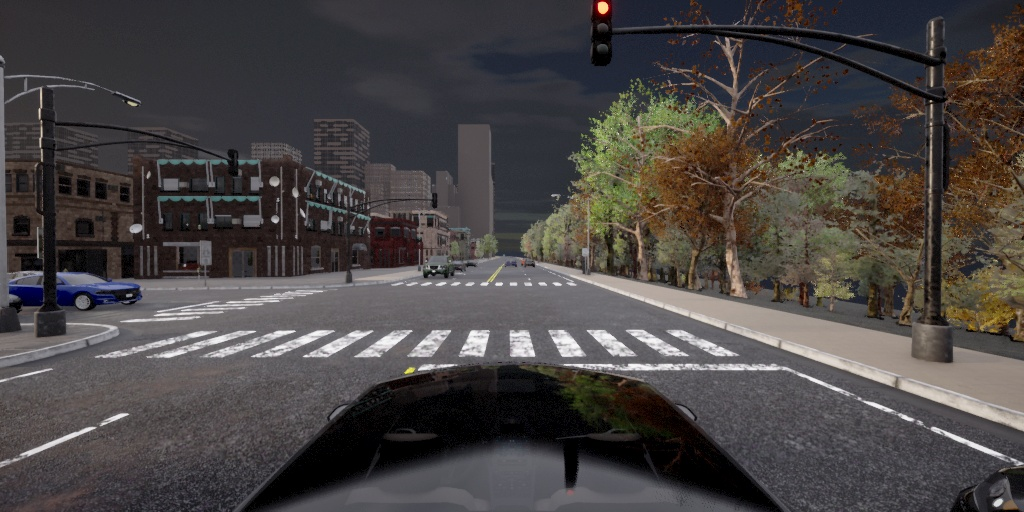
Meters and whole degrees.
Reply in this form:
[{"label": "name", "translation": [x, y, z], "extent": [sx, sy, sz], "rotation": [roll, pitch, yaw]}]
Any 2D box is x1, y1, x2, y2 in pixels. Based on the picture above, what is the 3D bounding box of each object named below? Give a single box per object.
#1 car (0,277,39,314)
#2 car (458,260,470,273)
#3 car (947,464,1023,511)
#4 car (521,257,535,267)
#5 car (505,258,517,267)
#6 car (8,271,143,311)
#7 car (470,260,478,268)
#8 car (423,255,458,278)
[{"label": "car", "translation": [-20.000, 1.565, 12.480], "extent": [4.313, 1.339, 1.948], "rotation": [0, 0, 0]}, {"label": "car", "translation": [-6.816, 1.282, 44.682], "extent": [2.033, 1.411, 5.357], "rotation": [0, 0, 0]}, {"label": "car", "translation": [3.364, 1.314, 0.164], "extent": [1.994, 1.385, 4.181], "rotation": [0, 0, -1]}, {"label": "car", "translation": [3.041, 1.231, 63.203], "extent": [1.837, 1.490, 4.892], "rotation": [0, 0, 0]}, {"label": "car", "translation": [-0.214, 1.078, 63.986], "extent": [2.097, 1.767, 4.553], "rotation": [0, 0, 0]}, {"label": "car", "translation": [-18.753, 1.435, 15.196], "extent": [5.008, 1.535, 1.882], "rotation": [-1, 1, -1]}, {"label": "car", "translation": [-6.858, 1.329, 60.074], "extent": [1.895, 1.301, 4.718], "rotation": [0, 0, 0]}, {"label": "car", "translation": [-6.759, 0.961, 33.663], "extent": [2.150, 2.045, 5.566], "rotation": [0, 0, 0]}]
